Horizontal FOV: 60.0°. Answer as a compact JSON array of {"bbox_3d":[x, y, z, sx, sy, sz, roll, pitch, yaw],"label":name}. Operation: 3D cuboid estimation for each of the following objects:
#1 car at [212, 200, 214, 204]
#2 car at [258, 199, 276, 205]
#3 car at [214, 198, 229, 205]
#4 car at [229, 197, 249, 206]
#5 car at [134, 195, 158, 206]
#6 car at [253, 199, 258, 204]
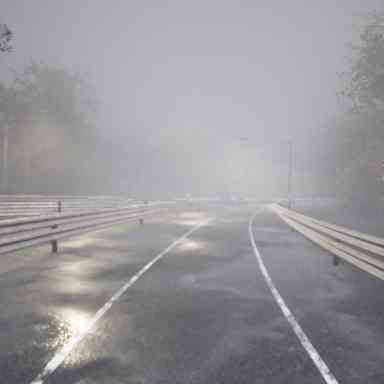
[{"bbox_3d":[6.409,2.113,76.425,1.895,1.301,4.718,2,0,32],"label":"car"},{"bbox_3d":[18.785,2.477,83.151,1.837,1.490,4.892,2,0,32],"label":"car"},{"bbox_3d":[7.156,2.023,70.968,1.882,1.535,5.008,2,0,32],"label":"car"},{"bbox_3d":[10.229,2.015,69.279,2.097,1.767,4.553,2,0,32],"label":"car"},{"bbox_3d":[-7.415,1.342,54.014,2.097,1.767,4.553,2,0,32],"label":"car"},{"bbox_3d":[17.794,2.478,88.208,2.033,1.411,5.357,2,0,32],"label":"car"}]
